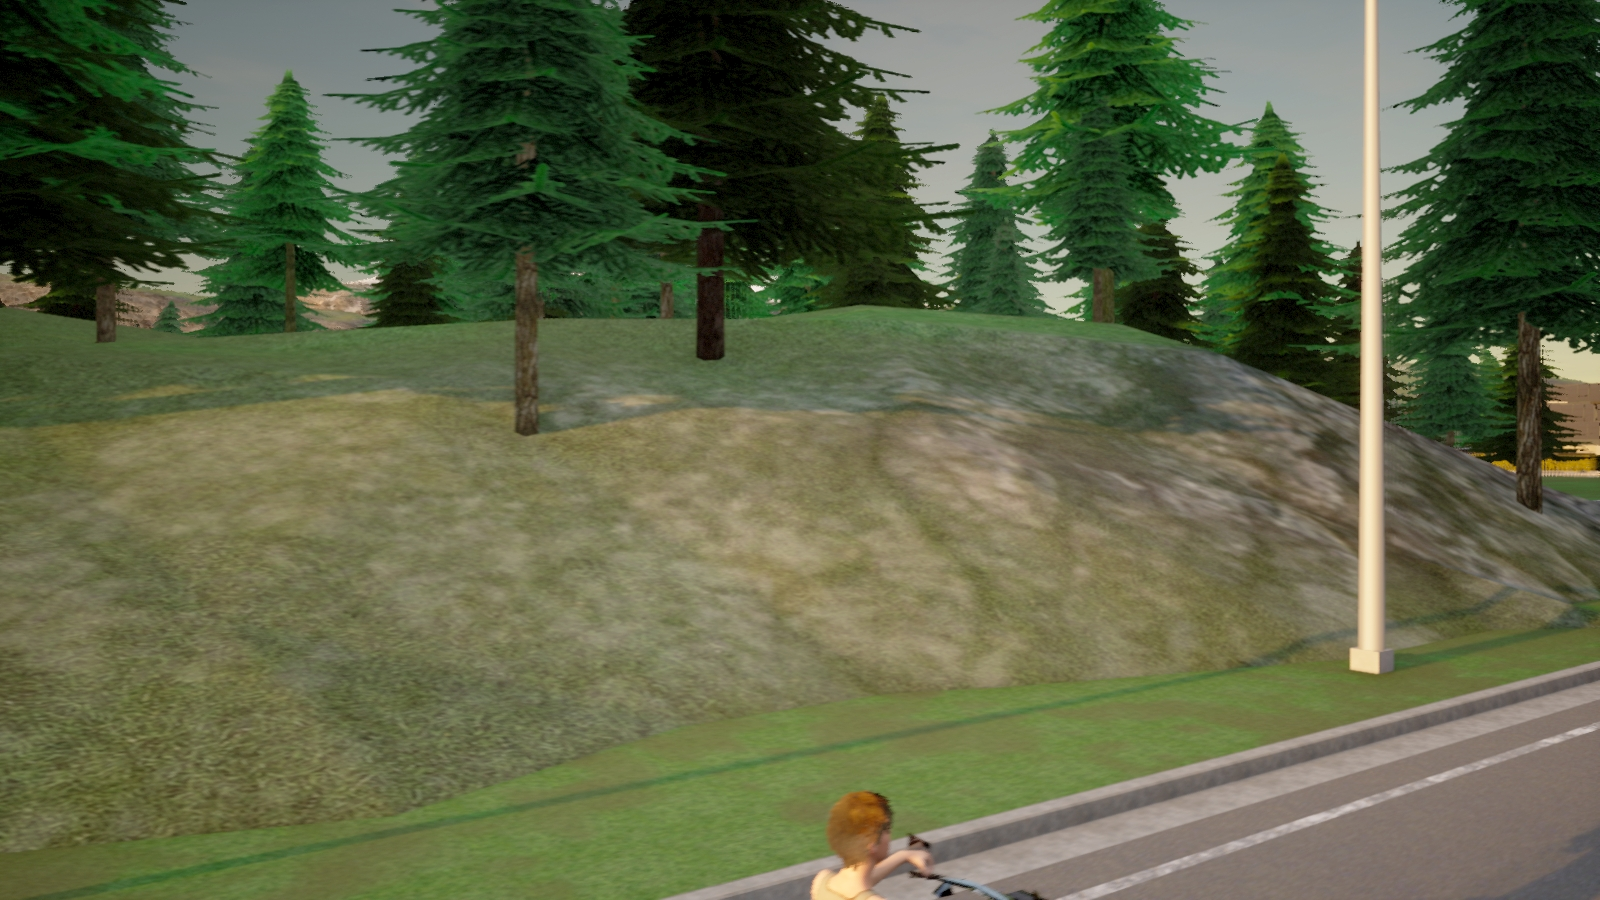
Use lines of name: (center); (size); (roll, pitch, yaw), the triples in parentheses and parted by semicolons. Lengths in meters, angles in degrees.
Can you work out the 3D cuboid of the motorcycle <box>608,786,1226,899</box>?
motorcycle: (0.487, 2.152, 4.123); (2.356, 1.307, 0.764); (0, 0, -35)
